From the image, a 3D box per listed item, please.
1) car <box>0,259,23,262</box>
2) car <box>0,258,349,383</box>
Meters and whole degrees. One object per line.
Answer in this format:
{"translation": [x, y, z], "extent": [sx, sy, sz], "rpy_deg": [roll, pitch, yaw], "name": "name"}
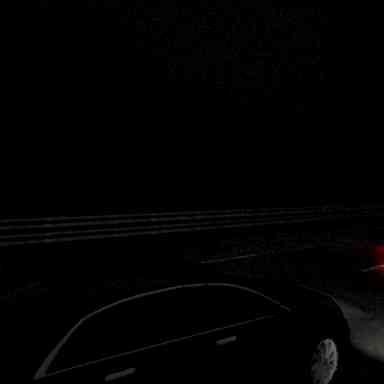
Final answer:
{"translation": [-4.112, 1.526, 5.113], "extent": [4.674, 1.442, 1.812], "rpy_deg": [0, 0, -36], "name": "car"}
{"translation": [-0.243, 1.507, 3.574], "extent": [4.892, 1.490, 1.837], "rpy_deg": [0, 0, -36], "name": "car"}
